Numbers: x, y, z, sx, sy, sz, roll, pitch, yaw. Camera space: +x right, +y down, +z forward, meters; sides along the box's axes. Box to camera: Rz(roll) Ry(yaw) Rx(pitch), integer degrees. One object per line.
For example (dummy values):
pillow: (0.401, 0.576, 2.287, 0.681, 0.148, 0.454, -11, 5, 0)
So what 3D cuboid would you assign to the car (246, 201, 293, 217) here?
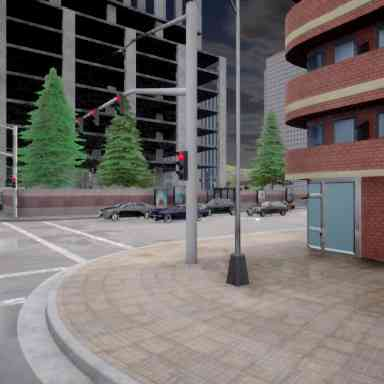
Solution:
car: (7.345, 1.581, 32.236, 4.674, 1.442, 1.812, 0, 0, -35)

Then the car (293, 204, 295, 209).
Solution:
car: (9.582, 1.656, 38.117, 4.718, 1.301, 1.895, 0, 0, -35)

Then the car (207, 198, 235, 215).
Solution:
car: (2.187, 1.407, 32.876, 4.553, 1.767, 2.097, 0, 0, -35)

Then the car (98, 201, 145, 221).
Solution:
car: (-5.295, 1.547, 27.576, 4.902, 1.511, 2.128, 0, 0, -35)

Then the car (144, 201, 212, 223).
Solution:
car: (-1.032, 1.656, 26.307, 4.718, 1.301, 1.895, 0, 0, -35)
